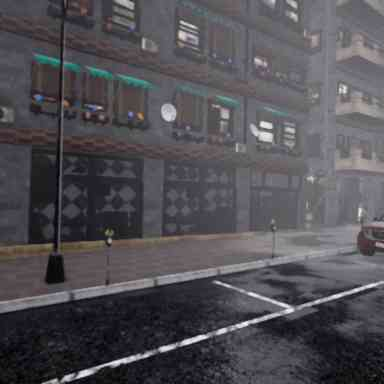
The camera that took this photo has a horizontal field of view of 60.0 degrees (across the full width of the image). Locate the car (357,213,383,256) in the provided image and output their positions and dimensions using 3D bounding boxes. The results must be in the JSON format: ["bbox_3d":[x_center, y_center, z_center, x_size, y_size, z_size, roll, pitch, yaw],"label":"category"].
[{"bbox_3d":[8.247,1.450,12.413,5.009,1.841,2.192,1,1,-35],"label":"car"}]
